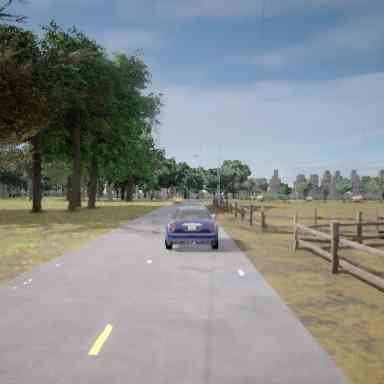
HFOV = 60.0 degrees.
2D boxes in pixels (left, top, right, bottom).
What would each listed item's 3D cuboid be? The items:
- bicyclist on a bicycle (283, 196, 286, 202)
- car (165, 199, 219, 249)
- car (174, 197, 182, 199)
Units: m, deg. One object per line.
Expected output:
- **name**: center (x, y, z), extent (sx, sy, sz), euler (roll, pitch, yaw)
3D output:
- **bicyclist on a bicycle**: center (19.913, 1.600, 71.700), extent (0.582, 1.620, 1.656), euler (0, 0, 0)
- **car**: center (0.000, 1.373, 14.629), extent (2.097, 1.767, 4.553), euler (0, 0, 0)
- **car**: center (-2.750, 1.684, 65.905), extent (1.882, 1.535, 5.008), euler (0, 0, 0)
